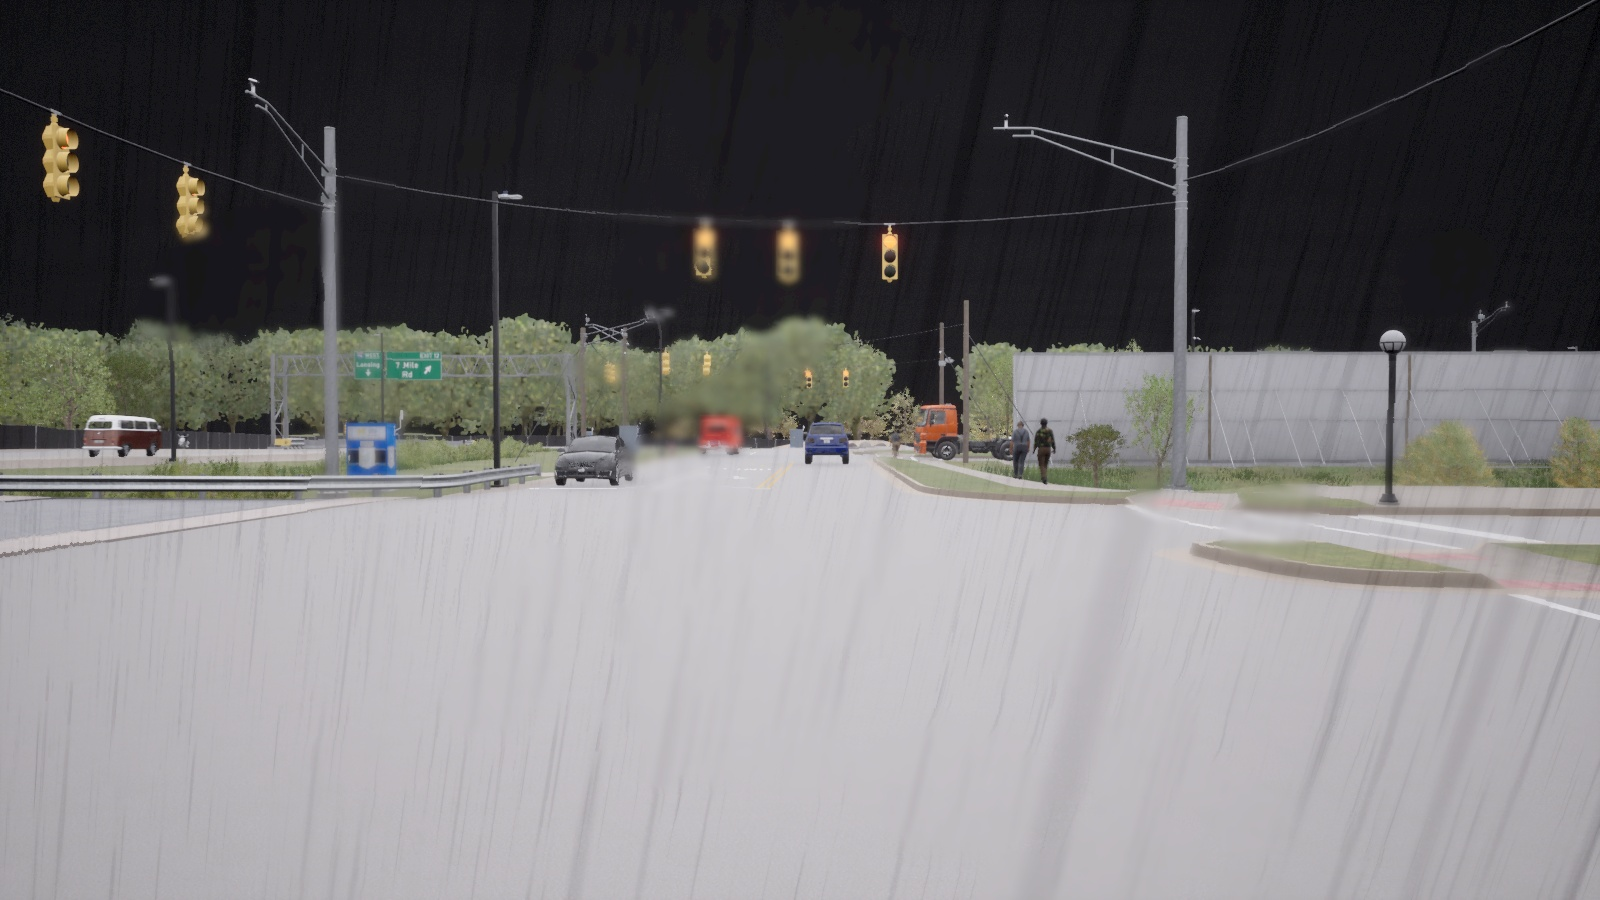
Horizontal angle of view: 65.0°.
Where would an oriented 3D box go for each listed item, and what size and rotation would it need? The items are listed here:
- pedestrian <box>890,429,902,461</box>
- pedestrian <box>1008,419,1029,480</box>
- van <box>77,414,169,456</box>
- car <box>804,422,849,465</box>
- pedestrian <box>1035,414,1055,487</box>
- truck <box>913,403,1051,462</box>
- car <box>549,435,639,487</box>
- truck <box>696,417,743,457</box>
[{"bbox_3d":[5.674,-0.311,74.291,0.540,1.848,0.694,0,2,-12],"label":"pedestrian"},{"bbox_3d":[6.706,-0.010,38.517,0.540,1.848,0.694,0,2,3],"label":"pedestrian"},{"bbox_3d":[-33.376,-0.726,62.070,2.069,2.038,4.480,0,0,1],"label":"van"},{"bbox_3d":[1.360,-0.350,62.966,2.150,2.045,5.566,0,1,2],"label":"car"},{"bbox_3d":[6.552,0.002,33.606,0.395,1.930,0.692,0,2,1],"label":"pedestrian"},{"bbox_3d":[11.121,-1.089,77.374,7.936,3.462,2.891,1,2,-4],"label":"truck"},{"bbox_3d":[-6.251,0.292,38.694,1.837,1.490,4.892,0,1,2],"label":"car"},{"bbox_3d":[-5.167,-0.856,81.435,2.627,2.467,5.204,0,1,1],"label":"truck"}]
